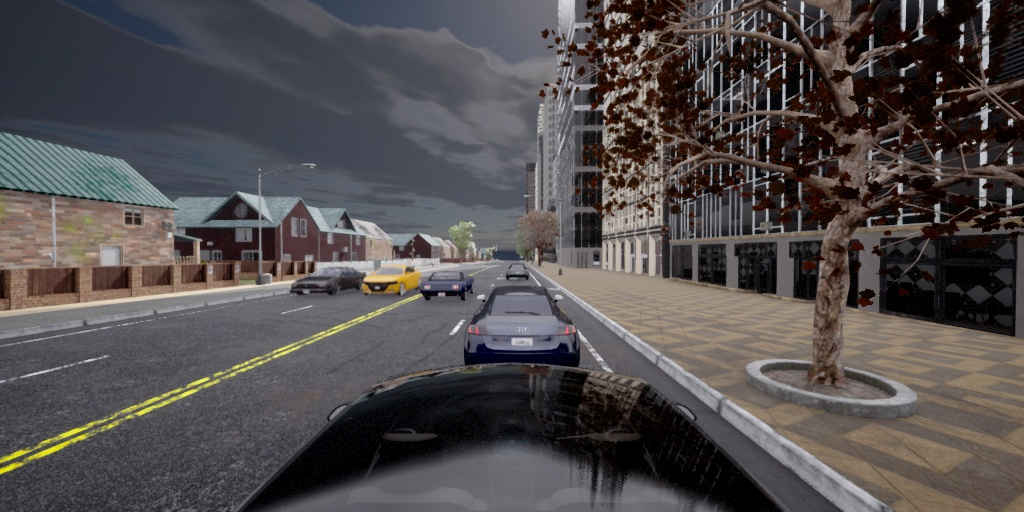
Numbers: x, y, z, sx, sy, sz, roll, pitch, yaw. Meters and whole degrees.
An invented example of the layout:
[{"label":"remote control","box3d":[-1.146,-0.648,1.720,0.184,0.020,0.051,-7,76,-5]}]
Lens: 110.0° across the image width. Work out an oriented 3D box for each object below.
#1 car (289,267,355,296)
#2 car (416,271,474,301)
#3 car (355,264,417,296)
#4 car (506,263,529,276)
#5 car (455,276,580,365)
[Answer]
[{"label":"car","box3d":[-9.628,1.303,19.487,2.033,1.411,5.357,0,0,1]},{"label":"car","box3d":[-2.955,1.355,17.436,1.895,1.301,4.718,0,0,1]},{"label":"car","box3d":[-6.367,1.233,19.500,1.882,1.535,5.008,0,0,1]},{"label":"car","box3d":[0.478,1.337,31.713,1.994,1.385,4.181,0,0,1]},{"label":"car","box3d":[0.174,1.313,7.618,1.994,1.385,4.181,0,0,0]}]
